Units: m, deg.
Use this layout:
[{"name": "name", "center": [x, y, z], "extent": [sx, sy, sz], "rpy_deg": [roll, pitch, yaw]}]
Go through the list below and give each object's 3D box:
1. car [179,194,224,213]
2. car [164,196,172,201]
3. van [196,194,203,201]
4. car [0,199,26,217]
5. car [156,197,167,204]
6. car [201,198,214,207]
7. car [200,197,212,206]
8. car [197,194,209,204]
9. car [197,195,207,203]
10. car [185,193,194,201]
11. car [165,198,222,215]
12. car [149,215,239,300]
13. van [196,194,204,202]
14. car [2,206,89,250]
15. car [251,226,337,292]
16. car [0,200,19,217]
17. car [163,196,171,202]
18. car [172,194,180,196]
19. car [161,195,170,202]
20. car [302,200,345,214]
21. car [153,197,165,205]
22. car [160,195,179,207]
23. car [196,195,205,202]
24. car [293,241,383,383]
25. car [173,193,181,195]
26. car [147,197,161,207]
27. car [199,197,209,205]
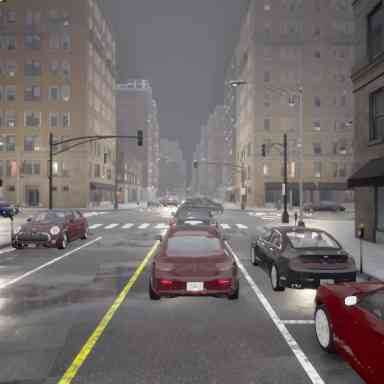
[{"name": "car", "center": [1.161, 1.372, 33.778], "extent": [2.097, 1.767, 4.553], "rpy_deg": [1, -1, -42]}, {"name": "car", "center": [-6.538, 1.754, 91.120], "extent": [1.947, 1.339, 4.313], "rpy_deg": [0, 0, -1]}, {"name": "van", "center": [1.988, 1.530, 91.208], "extent": [1.690, 1.788, 3.998], "rpy_deg": [0, 0, -1]}, {"name": "car", "center": [-18.031, 1.425, 30.182], "extent": [4.902, 1.511, 2.128], "rpy_deg": [0, 0, 0]}, {"name": "car", "center": [-6.284, 1.685, 69.089], "extent": [1.802, 1.307, 4.206], "rpy_deg": [0, 0, -1]}, {"name": "car", "center": [2.432, 1.605, 52.660], "extent": [1.887, 1.381, 4.507], "rpy_deg": [0, 0, -1]}, {"name": "car", "center": [2.368, 1.639, 58.167], "extent": [1.947, 1.339, 4.313], "rpy_deg": [0, 0, -1]}, {"name": "car", "center": [2.242, 1.419, 69.181], "extent": [2.192, 1.841, 5.009], "rpy_deg": [0, 0, -1]}, {"name": "car", "center": [2.178, 1.563, 74.688], "extent": [1.967, 1.590, 4.097], "rpy_deg": [0, 0, -1]}, {"name": "car", "center": [-0.672, 1.409, 90.105], "extent": [2.150, 2.045, 5.566], "rpy_deg": [0, 0, -1]}, {"name": "car", "center": [0.066, 1.362, 15.576], "extent": [2.097, 1.767, 4.553], "rpy_deg": [0, 0, 0]}, {"name": "car", "center": [0.018, 1.531, 8.271], "extent": [1.812, 1.442, 4.674], "rpy_deg": [0, 0, -1]}, {"name": "van", "center": [2.051, 1.506, 85.702], "extent": [1.690, 1.788, 3.998], "rpy_deg": [0, 0, -1]}, {"name": "car", "center": [-5.879, 1.449, 14.204], "extent": [1.967, 1.590, 4.097], "rpy_deg": [0, 0, 0]}, {"name": "car", "center": [2.657, 1.556, 8.734], "extent": [2.008, 1.369, 4.403], "rpy_deg": [0, 0, 0]}, {"name": "car", "center": [-17.155, 1.131, 26.942], "extent": [5.566, 2.045, 2.150], "rpy_deg": [0, 0, 0]}, {"name": "car", "center": [-6.475, 1.746, 85.612], "extent": [1.802, 1.307, 4.206], "rpy_deg": [0, 0, -1]}, {"name": "car", "center": [-3.418, 1.609, 62.113], "extent": [1.812, 1.442, 4.674], "rpy_deg": [0, 0, 0]}, {"name": "car", "center": [-6.410, 1.582, 80.105], "extent": [1.967, 1.590, 4.097], "rpy_deg": [0, 0, -1]}, {"name": "car", "center": [14.634, 1.659, 37.148], "extent": [4.674, 1.442, 1.812], "rpy_deg": [0, 0, 1]}, {"name": "car", "center": [-6.220, 1.632, 63.581], "extent": [1.887, 1.381, 4.507], "rpy_deg": [0, 0, -1]}, {"name": "car", "center": [-3.314, 1.621, 50.865], "extent": [1.994, 1.385, 4.181], "rpy_deg": [0, 0, -1]}, {"name": "car", "center": [2.114, 1.583, 80.194], "extent": [1.967, 1.590, 4.097], "rpy_deg": [0, 0, -1]}, {"name": "car", "center": [2.669, 1.546, 3.243], "extent": [1.887, 1.381, 4.507], "rpy_deg": [0, 0, 0]}, {"name": "car", "center": [-3.472, 1.341, 72.780], "extent": [2.150, 2.045, 5.566], "rpy_deg": [0, 0, -1]}, {"name": "car", "center": [-6.093, 1.611, 52.566], "extent": [2.008, 1.369, 4.403], "rpy_deg": [0, 0, -1]}, {"name": "car", "center": [2.303, 1.614, 63.844], "extent": [1.752, 1.417, 4.829], "rpy_deg": [0, 0, -1]}]
